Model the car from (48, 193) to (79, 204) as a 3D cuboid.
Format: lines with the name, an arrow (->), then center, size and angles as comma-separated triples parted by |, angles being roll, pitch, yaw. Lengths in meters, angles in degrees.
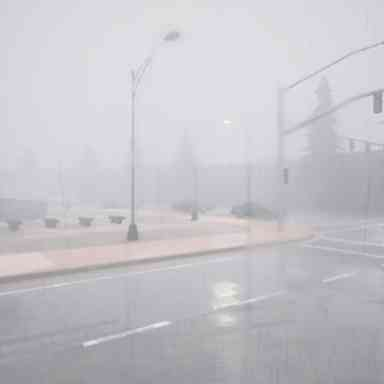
car -> -23.385, 1.227, 60.670 | 5.566, 2.045, 2.150 | 0, 0, 10

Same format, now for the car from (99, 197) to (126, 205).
car -> -13.835, 1.571, 57.963 | 4.181, 1.385, 1.994 | 0, 0, 22

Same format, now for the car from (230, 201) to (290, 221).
car -> 5.513, 1.554, 27.755 | 2.033, 1.411, 5.357 | 0, 0, -36

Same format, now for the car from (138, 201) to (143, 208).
car -> -9.316, 1.511, 47.946 | 4.892, 1.490, 1.837 | 0, 0, 30

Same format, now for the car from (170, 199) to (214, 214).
car -> -0.371, 1.498, 35.434 | 2.128, 1.511, 4.902 | 0, 0, -39

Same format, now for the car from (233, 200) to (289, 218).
car -> 6.573, 1.555, 32.228 | 2.033, 1.411, 5.357 | 0, 0, -36

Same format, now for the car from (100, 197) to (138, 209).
car -> -10.124, 1.497, 44.351 | 4.902, 1.511, 2.128 | 0, 0, 32
